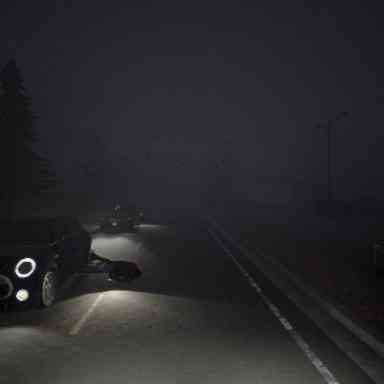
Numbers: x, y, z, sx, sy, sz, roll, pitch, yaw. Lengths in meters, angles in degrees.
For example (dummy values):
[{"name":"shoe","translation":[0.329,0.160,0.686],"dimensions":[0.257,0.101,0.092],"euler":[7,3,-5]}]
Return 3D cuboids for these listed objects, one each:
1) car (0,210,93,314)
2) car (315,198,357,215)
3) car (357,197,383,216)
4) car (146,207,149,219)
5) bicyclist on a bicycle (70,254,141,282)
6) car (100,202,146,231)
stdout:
[{"name":"car","translation":[-3.852,1.350,7.797],"dimensions":[2.097,1.767,4.553],"euler":[0,0,-2]},{"name":"car","translation":[13.089,1.339,31.131],"dimensions":[2.007,1.523,4.514],"euler":[0,0,-2]},{"name":"car","translation":[16.223,1.330,31.272],"dimensions":[2.152,1.636,5.027],"euler":[0,0,-2]},{"name":"car","translation":[-4.432,1.561,26.035],"dimensions":[1.812,1.442,4.674],"euler":[0,0,-2]},{"name":"bicyclist on a bicycle","translation":[-2.023,1.919,8.267],"dimensions":[1.620,0.582,1.656],"euler":[3,-5,9]},{"name":"car","translation":[-4.312,1.492,20.563],"dimensions":[2.128,1.511,4.902],"euler":[0,0,-2]}]
